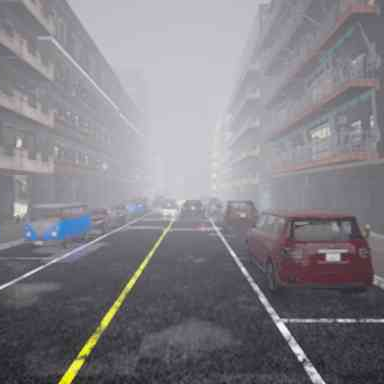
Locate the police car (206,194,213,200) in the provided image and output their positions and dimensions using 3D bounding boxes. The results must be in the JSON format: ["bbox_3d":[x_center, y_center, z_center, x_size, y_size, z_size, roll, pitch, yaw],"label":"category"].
[{"bbox_3d":[3.008,1.492,46.898,1.930,1.638,5.238,0,0,0],"label":"police car"}]

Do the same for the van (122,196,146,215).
[{"bbox_3d":[-5.680,1.382,31.384,1.690,1.788,3.998,-1,0,0],"label":"van"}]

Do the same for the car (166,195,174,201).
[{"bbox_3d":[-5.685,1.660,87.854,1.752,1.417,4.829,-1,0,0],"label":"car"}]

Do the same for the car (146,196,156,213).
[{"bbox_3d":[-5.707,1.365,37.047,2.192,1.841,5.009,-1,0,0],"label":"car"}]

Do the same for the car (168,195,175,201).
[{"bbox_3d":[-5.683,1.670,93.517,1.752,1.417,4.829,-1,0,0],"label":"car"}]

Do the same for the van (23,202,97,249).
[{"bbox_3d":[-5.668,1.359,14.392,1.690,1.788,3.998,-1,0,0],"label":"van"}]

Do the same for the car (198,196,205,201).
[{"bbox_3d":[2.697,1.728,93.653,1.802,1.307,4.206,-1,0,0],"label":"car"}]

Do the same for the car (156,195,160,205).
[{"bbox_3d":[-5.693,1.400,59.704,2.192,1.841,5.009,-1,0,0],"label":"car"}]

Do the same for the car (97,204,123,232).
[{"bbox_3d":[-5.664,1.607,20.055,1.802,1.307,4.206,-1,0,0],"label":"car"}]

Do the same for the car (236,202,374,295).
[{"bbox_3d":[2.677,1.327,8.695,2.192,1.841,5.009,-1,0,0],"label":"car"}]

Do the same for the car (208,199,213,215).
[{"bbox_3d":[2.685,1.624,31.351,1.802,1.307,4.206,-1,0,0],"label":"car"}]

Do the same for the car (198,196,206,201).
[{"bbox_3d":[2.696,1.702,87.989,1.947,1.339,4.313,-1,0,0],"label":"car"}]

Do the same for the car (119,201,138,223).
[{"bbox_3d":[-5.666,1.615,25.719,1.802,1.307,4.206,-1,0,0],"label":"car"}]

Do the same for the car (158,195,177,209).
[{"bbox_3d":[-3.072,1.556,46.807,2.128,1.511,4.902,0,0,0],"label":"car"}]

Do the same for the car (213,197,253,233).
[{"bbox_3d":[2.679,1.341,20.024,2.192,1.841,5.009,-1,0,0],"label":"car"}]

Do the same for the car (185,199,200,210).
[{"bbox_3d":[0.100,1.662,43.949,1.895,1.301,4.718,0,0,0],"label":"car"}]

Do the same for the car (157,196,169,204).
[{"bbox_3d":[-5.690,1.535,65.367,1.967,1.590,4.097,-1,0,0],"label":"car"}]

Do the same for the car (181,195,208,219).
[{"bbox_3d":[0.096,1.391,29.698,2.097,1.767,4.553,0,0,0],"label":"car"}]

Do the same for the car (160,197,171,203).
[{"bbox_3d":[-5.687,1.670,71.031,1.947,1.339,4.313,-1,0,0],"label":"car"}]
